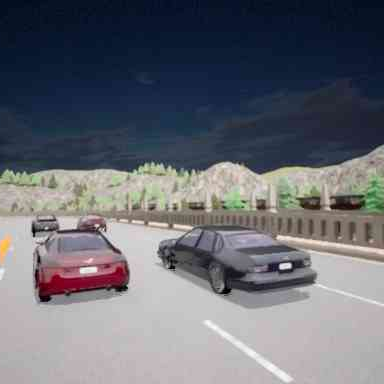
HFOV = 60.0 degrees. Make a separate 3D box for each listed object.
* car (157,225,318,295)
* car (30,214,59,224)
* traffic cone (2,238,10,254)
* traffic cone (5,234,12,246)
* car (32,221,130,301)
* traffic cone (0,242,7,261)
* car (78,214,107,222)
[{"bbox_3d":[0.769,1.598,8.928,2.033,1.411,5.357,0,-1,-26],"label":"car"},{"bbox_3d":[-11.264,2.472,25.506,2.128,1.511,4.902,0,-3,-26],"label":"car"},{"bbox_3d":[-8.081,2.377,14.228,0.340,0.580,0.340,0,-3,-26],"label":"traffic cone"},{"bbox_3d":[-8.961,2.475,16.022,0.340,0.580,0.340,0,-3,-26],"label":"traffic cone"},{"bbox_3d":[-3.048,1.668,8.763,1.994,1.385,4.181,0,-2,-26],"label":"car"},{"bbox_3d":[-7.201,2.278,12.435,0.340,0.580,0.340,0,-3,-26],"label":"traffic cone"},{"bbox_3d":[-8.186,2.503,27.183,1.812,1.442,4.674,0,-3,-26],"label":"car"}]
